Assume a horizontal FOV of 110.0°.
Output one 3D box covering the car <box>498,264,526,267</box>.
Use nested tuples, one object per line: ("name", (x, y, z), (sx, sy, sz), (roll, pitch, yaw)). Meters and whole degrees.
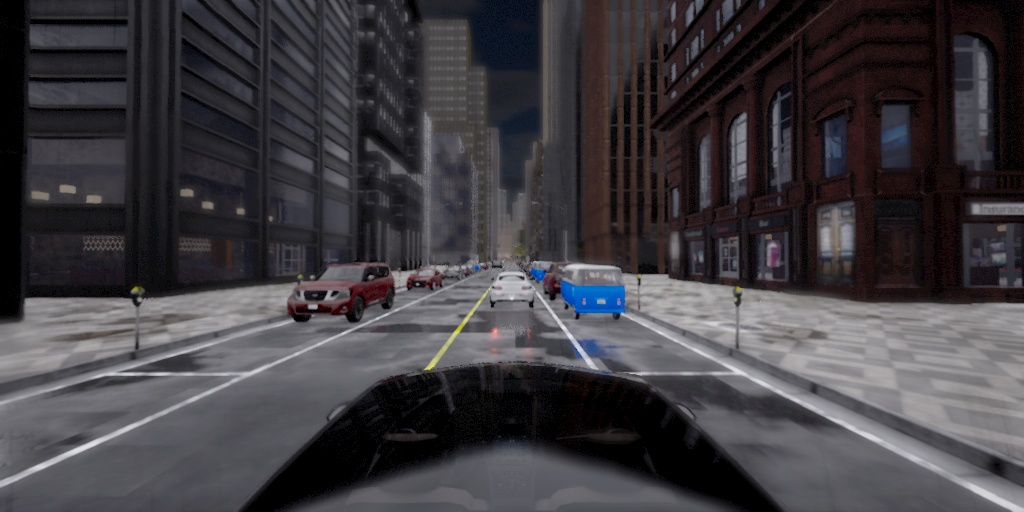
("car", (-0.011, 1.635, 30.960), (1.895, 1.301, 4.718), (0, -1, 0))

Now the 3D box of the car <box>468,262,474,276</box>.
("car", (-5.780, 1.718, 41.072), (1.802, 1.307, 4.207), (0, 0, 0))

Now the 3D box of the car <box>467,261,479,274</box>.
("car", (-5.782, 1.744, 46.708), (2.007, 1.370, 4.403), (0, 0, 0))

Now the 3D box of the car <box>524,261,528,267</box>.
("car", (2.745, 1.575, 41.091), (1.967, 1.591, 4.097), (0, 0, 0))

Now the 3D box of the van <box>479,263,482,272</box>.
("van", (-5.785, 1.593, 52.344), (1.690, 1.789, 3.998), (0, 0, 0))

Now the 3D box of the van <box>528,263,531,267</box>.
("van", (2.748, 1.419, 35.455), (1.690, 1.789, 3.998), (0, 0, 0))

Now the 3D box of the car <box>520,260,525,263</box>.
("car", (2.735, 1.897, 63.806), (1.751, 1.417, 4.829), (0, 0, 0))

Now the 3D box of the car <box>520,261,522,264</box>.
("car", (2.738, 1.877, 58.000), (1.948, 1.339, 4.313), (0, 0, 0))

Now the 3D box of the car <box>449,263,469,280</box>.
("car", (-5.777, 1.629, 35.436), (2.007, 1.370, 4.403), (0, 0, 0))

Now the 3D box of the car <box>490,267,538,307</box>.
("car", (-0.001, 1.414, 16.238), (1.812, 1.442, 4.674), (0, 0, 0))

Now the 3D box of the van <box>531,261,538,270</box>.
("van", (2.750, 1.363, 29.819), (1.690, 1.789, 3.998), (0, 0, 0))

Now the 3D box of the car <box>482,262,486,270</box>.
("car", (-5.787, 1.862, 57.979), (2.007, 1.370, 4.403), (0, 0, 0))

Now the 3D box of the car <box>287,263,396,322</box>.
("car", (-5.767, 1.171, 12.893), (2.192, 1.841, 5.009), (0, 0, 0))

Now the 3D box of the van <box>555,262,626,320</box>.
("van", (2.758, 1.197, 12.911), (1.690, 1.789, 3.998), (0, 0, 0))

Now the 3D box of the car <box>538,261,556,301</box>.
("car", (2.755, 1.226, 18.547), (2.192, 1.841, 5.009), (0, 0, 0))

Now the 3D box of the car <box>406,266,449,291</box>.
("car", (-5.772, 1.512, 24.164), (1.888, 1.381, 4.507), (0, 0, 0))
